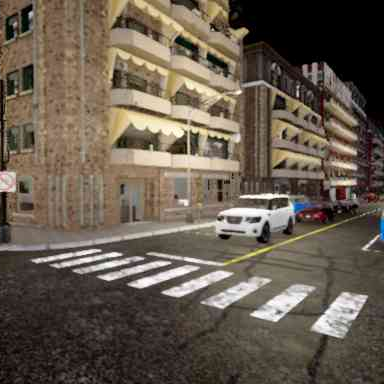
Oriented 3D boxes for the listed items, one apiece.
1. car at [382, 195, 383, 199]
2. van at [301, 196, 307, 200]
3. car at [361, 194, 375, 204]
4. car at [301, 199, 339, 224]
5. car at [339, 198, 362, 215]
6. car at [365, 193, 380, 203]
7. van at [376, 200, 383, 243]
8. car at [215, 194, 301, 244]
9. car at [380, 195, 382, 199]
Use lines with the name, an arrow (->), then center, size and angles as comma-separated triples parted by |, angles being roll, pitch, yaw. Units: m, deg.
car -> 46.844, 1.311, 81.912 | 1.752, 1.417, 4.829 | 0, 0, 35
van -> 8.439, 1.209, 27.849 | 1.690, 1.788, 3.998 | 0, 0, 35
car -> 30.900, 1.405, 59.466 | 1.802, 1.307, 4.206 | 0, 0, 35
car -> 8.960, 1.465, 24.083 | 1.994, 1.385, 4.181 | 1, 1, 35
car -> 14.770, 1.491, 32.249 | 1.895, 1.301, 4.718 | 1, 1, 36
car -> 34.107, 1.131, 63.983 | 2.192, 1.841, 5.009 | 0, 0, 35
van -> 8.996, 1.321, 13.927 | 1.690, 1.788, 3.998 | -1, 0, 35
car -> 3.215, 1.134, 16.030 | 2.150, 2.045, 5.566 | 1, 1, 34
car -> 37.317, 1.353, 68.500 | 1.887, 1.381, 4.507 | 0, 0, 35
